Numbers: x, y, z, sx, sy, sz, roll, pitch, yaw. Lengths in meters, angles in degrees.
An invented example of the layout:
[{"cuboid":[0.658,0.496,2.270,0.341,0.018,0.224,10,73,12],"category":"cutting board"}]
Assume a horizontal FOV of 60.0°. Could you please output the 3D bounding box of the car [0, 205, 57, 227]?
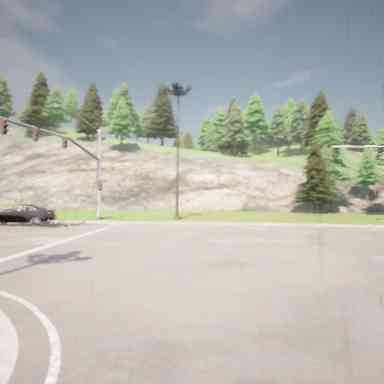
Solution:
[{"cuboid":[-12.302,1.653,23.909,4.902,1.511,2.128,1,-1,-3],"category":"car"}]
